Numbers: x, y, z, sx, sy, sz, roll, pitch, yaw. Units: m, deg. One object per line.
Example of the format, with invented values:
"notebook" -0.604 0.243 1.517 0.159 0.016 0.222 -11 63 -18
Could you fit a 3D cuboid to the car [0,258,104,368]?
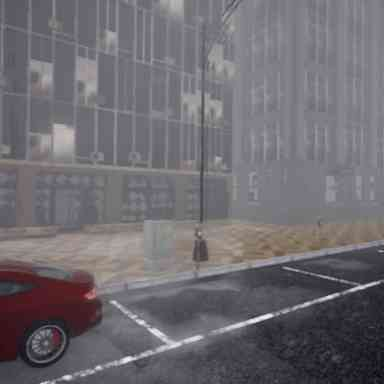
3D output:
"car" -3.259 1.580 4.226 4.206 1.307 1.802 0 0 -35
